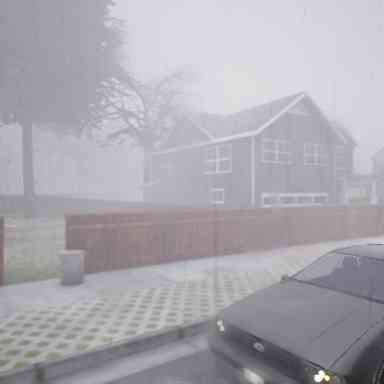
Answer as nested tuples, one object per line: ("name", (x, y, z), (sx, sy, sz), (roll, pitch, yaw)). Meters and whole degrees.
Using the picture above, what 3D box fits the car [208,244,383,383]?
("car", (2.834, 1.560, 4.986), (5.357, 1.411, 2.033), (0, 0, -35))
